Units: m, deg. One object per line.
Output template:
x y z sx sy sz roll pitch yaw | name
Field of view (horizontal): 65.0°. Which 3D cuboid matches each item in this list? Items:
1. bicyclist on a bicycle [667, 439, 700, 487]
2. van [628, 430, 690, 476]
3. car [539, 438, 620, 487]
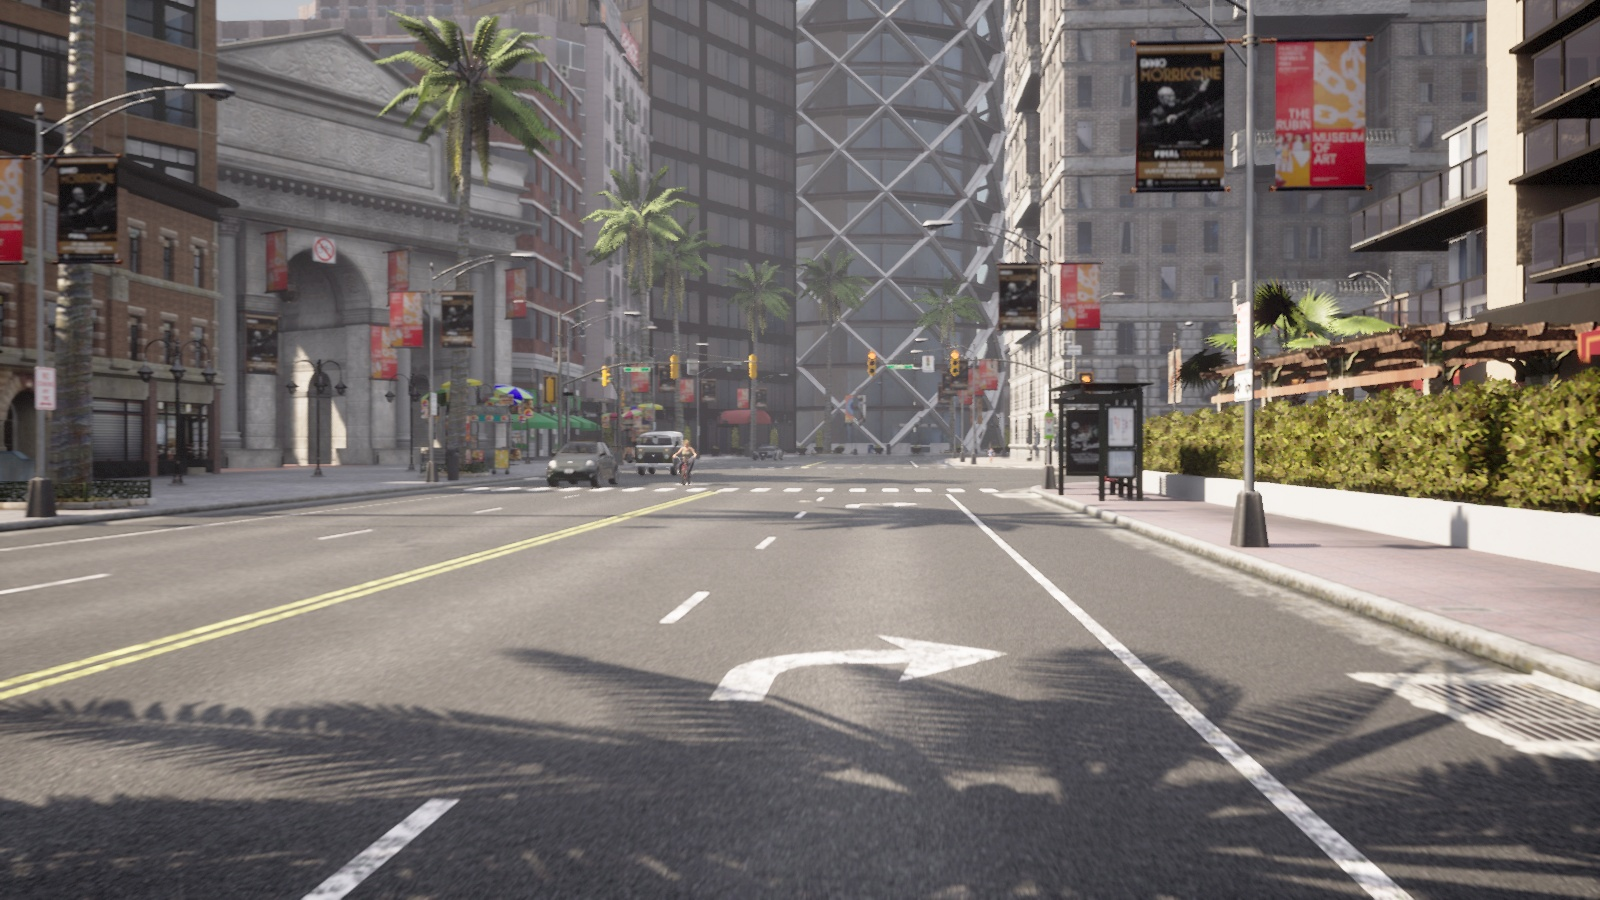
-4.025 0.433 43.464 0.866 1.612 1.509 0 0 4 | bicyclist on a bicycle
-6.485 0.133 58.263 2.069 2.038 4.480 0 0 4 | van
-7.548 0.390 43.340 1.851 1.617 3.988 0 0 4 | car
